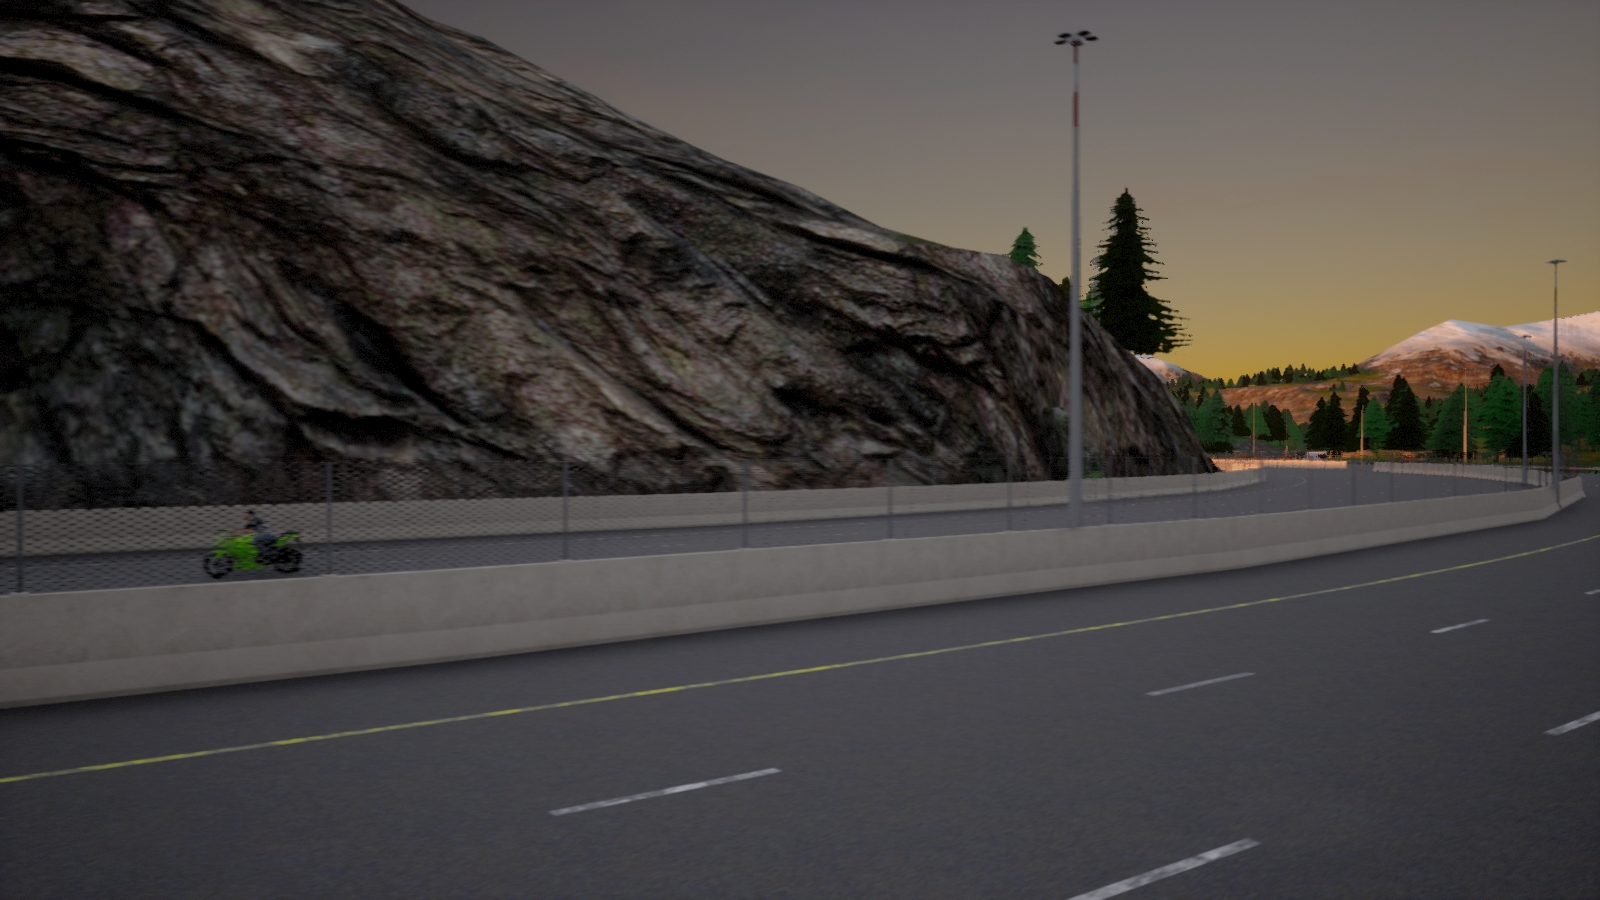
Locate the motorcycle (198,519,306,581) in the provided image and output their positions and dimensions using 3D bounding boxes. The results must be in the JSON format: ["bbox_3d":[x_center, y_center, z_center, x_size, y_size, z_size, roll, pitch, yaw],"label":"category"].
[{"bbox_3d":[-12.039,2.181,25.120,2.033,1.217,0.803,0,-1,-36],"label":"motorcycle"}]
